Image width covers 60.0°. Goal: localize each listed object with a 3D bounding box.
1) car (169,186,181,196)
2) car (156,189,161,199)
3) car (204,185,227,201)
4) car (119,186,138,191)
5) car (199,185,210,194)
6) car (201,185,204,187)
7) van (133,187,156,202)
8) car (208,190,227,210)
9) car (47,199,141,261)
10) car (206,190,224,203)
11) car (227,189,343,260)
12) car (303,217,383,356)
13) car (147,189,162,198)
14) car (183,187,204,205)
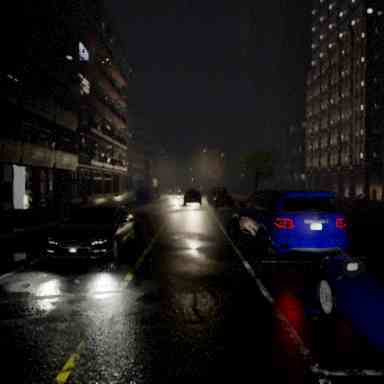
[{"bbox_3d":[-3.000,-0.228,59.231,2.097,1.767,4.553,0,2,0],"label":"car"},{"bbox_3d":[-5.686,0.312,45.227,1.752,1.417,4.829,0,2,0],"label":"car"},{"bbox_3d":[2.695,0.389,34.349,2.192,1.841,5.009,0,2,0],"label":"car"},{"bbox_3d":[-16.422,-0.923,85.975,4.403,1.369,2.008,1,1,-1],"label":"car"},{"bbox_3d":[2.696,-0.616,72.996,2.192,1.841,5.009,0,1,0],"label":"car"},{"bbox_3d":[2.695,-0.224,67.481,1.947,1.339,4.313,0,1,0],"label":"car"},{"bbox_3d":[-5.686,0.269,39.870,1.690,1.788,3.998,0,2,0],"label":"van"},{"bbox_3d":[2.694,0.772,28.833,2.008,1.369,4.403,0,2,0],"label":"car"},{"bbox_3d":[-3.100,1.201,11.074,1.837,1.490,4.892,0,2,0],"label":"car"},{"bbox_3d":[2.695,0.494,39.875,1.947,1.339,4.313,0,2,0],"label":"car"},{"bbox_3d":[2.942,0.914,11.271,2.150,2.045,5.566,0,2,-6],"label":"car"},{"bbox_3d":[3.140,1.367,3.918,1.882,1.535,5.008,0,2,0],"label":"car"},{"bbox_3d":[-5.686,0.204,50.919,1.947,1.339,4.313,0,1,0],"label":"car"},{"bbox_3d":[0.084,0.541,34.759,1.882,1.535,5.008,0,2,0],"label":"car"}]
